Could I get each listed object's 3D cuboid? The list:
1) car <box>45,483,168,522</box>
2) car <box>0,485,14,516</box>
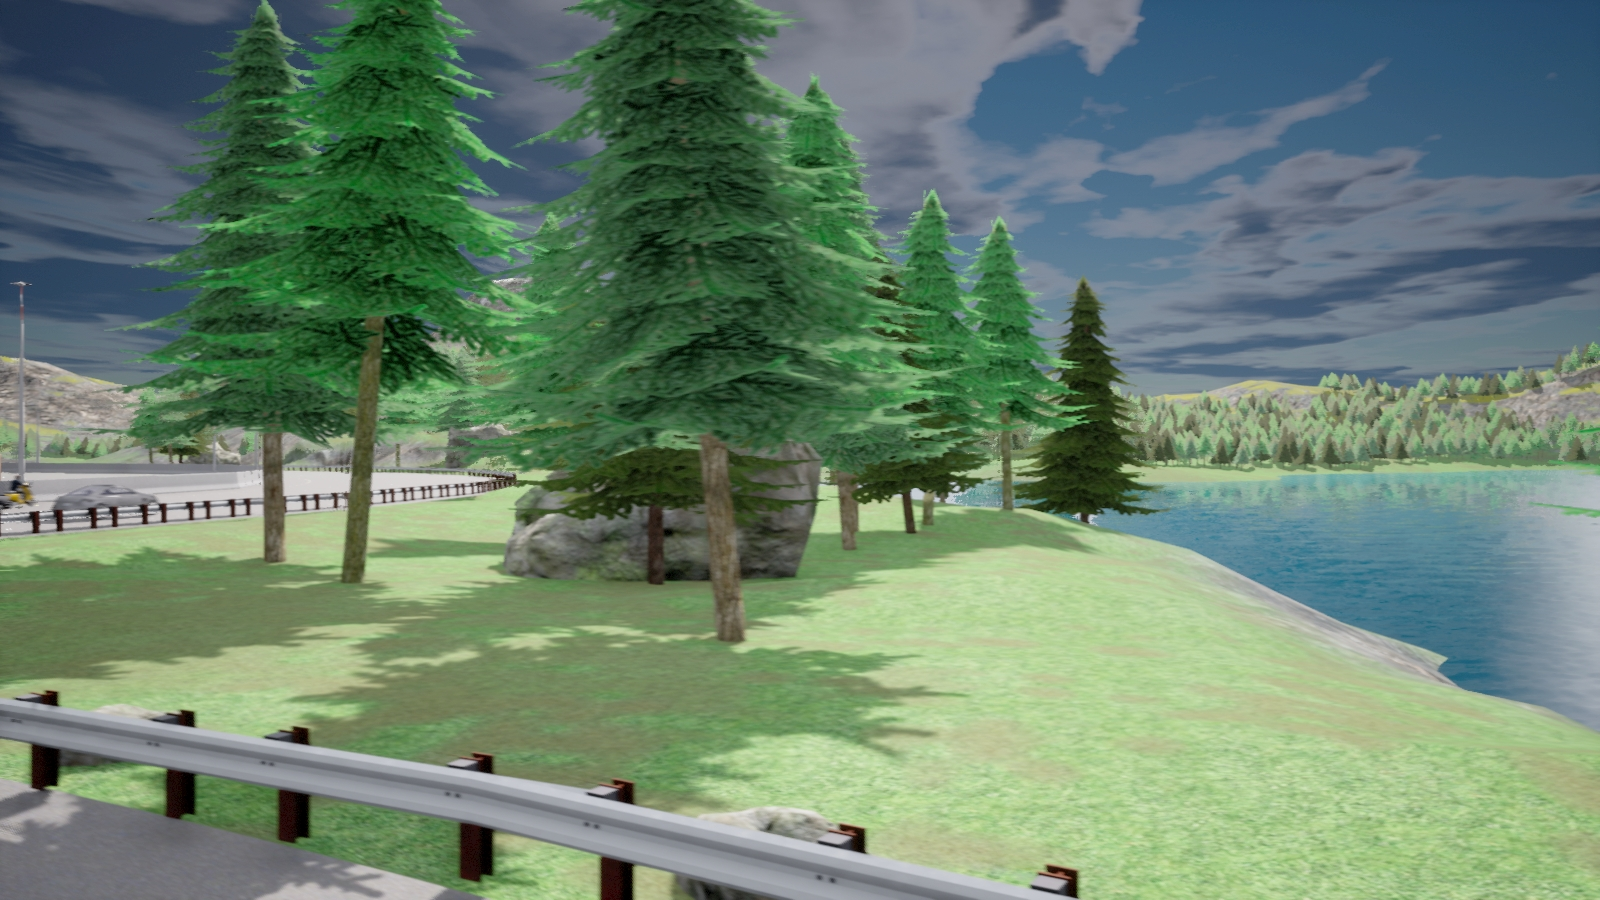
[{"bbox_3d":[-28.318,2.114,46.803,1.994,1.385,4.181,0,0,12],"label":"car"},{"bbox_3d":[-35.371,2.151,47.241,1.895,1.301,4.718,0,0,12],"label":"car"}]
